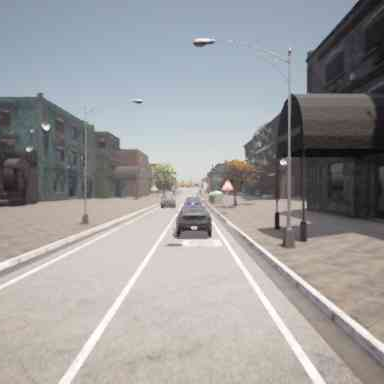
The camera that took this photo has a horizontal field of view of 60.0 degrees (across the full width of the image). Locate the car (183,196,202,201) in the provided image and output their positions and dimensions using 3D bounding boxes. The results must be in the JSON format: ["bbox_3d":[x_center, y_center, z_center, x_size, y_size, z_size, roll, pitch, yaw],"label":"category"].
[{"bbox_3d":[0.107,1.248,37.558,2.097,1.767,4.553,0,0,0],"label":"car"}]

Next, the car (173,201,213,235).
[{"bbox_3d":[0.103,1.477,18.507,1.837,1.490,4.892,0,0,0],"label":"car"}]

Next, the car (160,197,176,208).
[{"bbox_3d":[-3.075,1.411,43.884,1.994,1.385,4.181,0,0,0],"label":"car"}]
